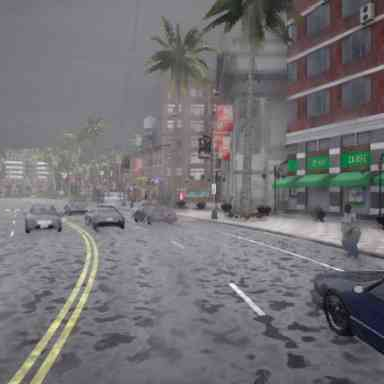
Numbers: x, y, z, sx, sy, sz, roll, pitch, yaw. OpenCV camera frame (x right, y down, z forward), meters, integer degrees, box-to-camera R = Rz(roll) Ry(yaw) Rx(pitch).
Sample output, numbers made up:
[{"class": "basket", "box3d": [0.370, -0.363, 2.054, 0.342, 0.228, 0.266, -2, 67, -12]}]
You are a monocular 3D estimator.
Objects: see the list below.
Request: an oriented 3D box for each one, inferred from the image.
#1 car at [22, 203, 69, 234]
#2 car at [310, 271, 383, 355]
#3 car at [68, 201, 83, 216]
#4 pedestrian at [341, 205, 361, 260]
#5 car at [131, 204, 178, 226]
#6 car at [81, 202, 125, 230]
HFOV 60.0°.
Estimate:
[{"class": "car", "box3d": [-8.661, 1.490, 19.340, 2.128, 1.511, 4.902, 0, 0, -26]}, {"class": "car", "box3d": [3.327, 1.546, 3.672, 2.033, 1.411, 5.357, 0, 0, -6]}, {"class": "car", "box3d": [-11.501, 1.546, 32.934, 2.033, 1.411, 5.357, 0, 0, -27]}, {"class": "pedestrian", "box3d": [5.218, 1.294, 10.976, 0.375, 1.860, 0.375, 0, 0, -13]}, {"class": "car", "box3d": [-2.797, 1.546, 23.695, 2.033, 1.411, 5.357, 0, 0, -26]}, {"class": "car", "box3d": [-5.689, 1.564, 21.420, 1.994, 1.385, 4.181, 0, 0, -25]}]
